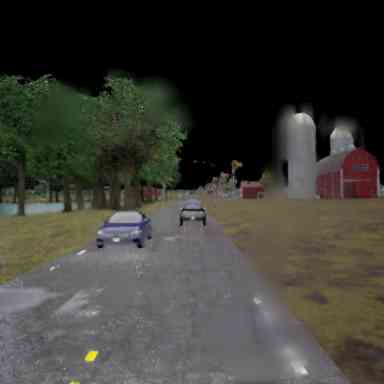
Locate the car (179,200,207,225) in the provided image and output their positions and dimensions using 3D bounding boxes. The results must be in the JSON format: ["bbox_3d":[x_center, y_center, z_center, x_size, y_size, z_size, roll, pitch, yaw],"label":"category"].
[{"bbox_3d":[0.069,1.575,24.756,2.128,1.511,4.902,0,0,0],"label":"car"}]

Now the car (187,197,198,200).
[{"bbox_3d":[0.068,1.542,42.362,2.097,1.767,4.553,0,0,0],"label":"car"}]

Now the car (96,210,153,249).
[{"bbox_3d":[-2.847,1.557,14.876,1.812,1.442,4.674,0,0,0],"label":"car"}]
